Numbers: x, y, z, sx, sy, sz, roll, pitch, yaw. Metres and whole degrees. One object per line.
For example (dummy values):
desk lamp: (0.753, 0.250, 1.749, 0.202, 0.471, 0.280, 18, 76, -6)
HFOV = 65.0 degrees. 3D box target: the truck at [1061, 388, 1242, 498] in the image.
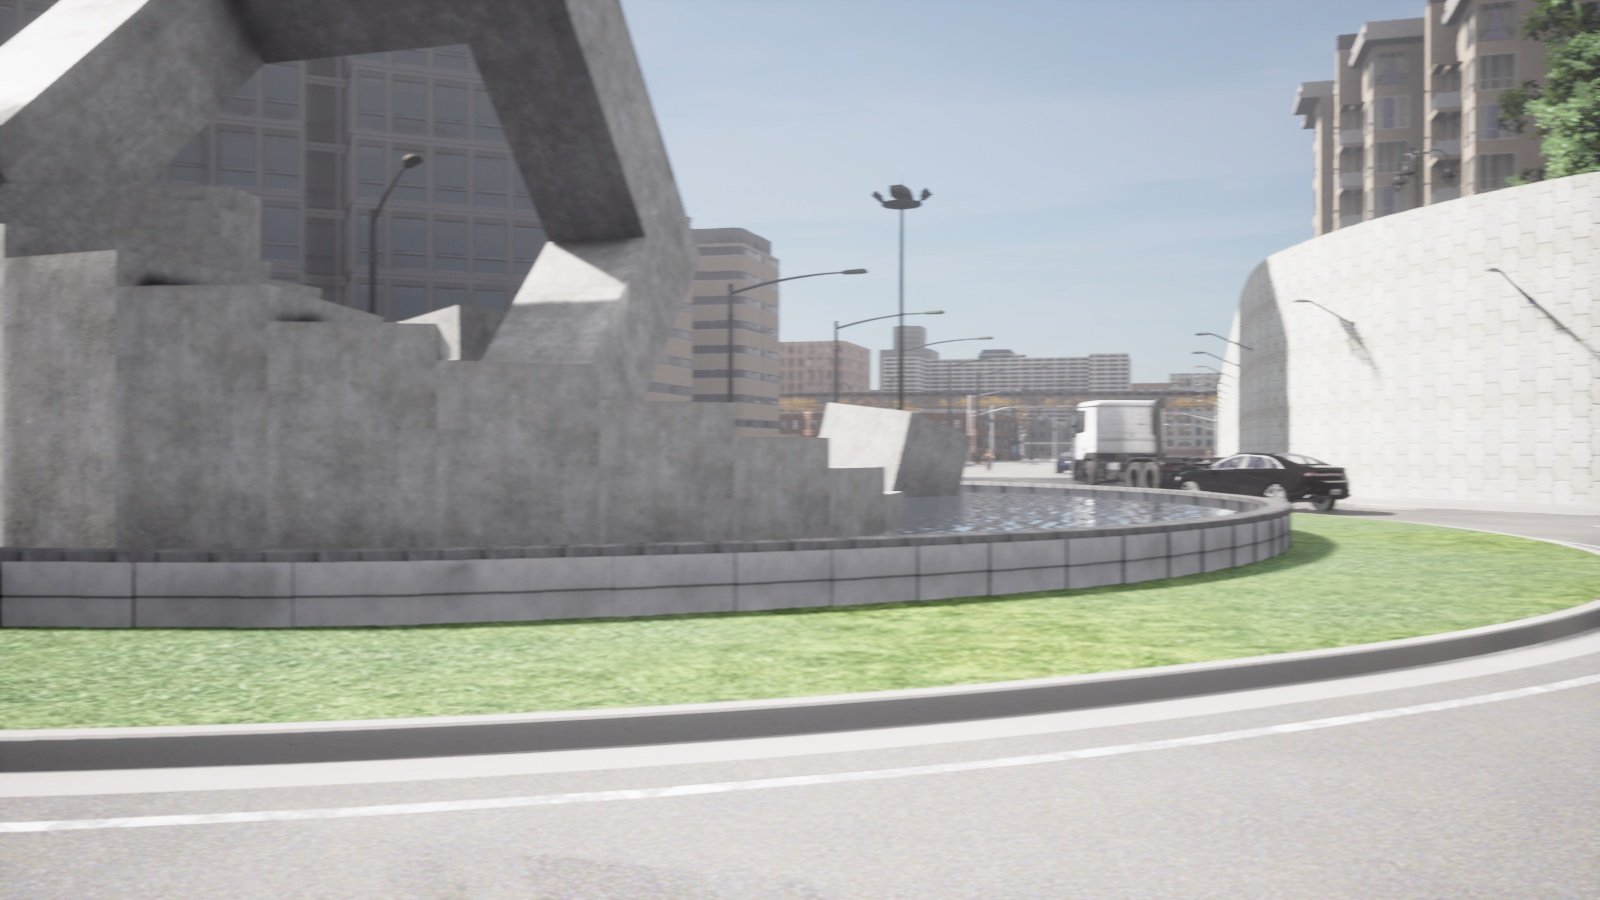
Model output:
truck: (11.976, -0.219, 43.743, 2.891, 3.462, 7.936, 0, 0, -10)

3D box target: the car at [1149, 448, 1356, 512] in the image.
car: (11.588, 0.712, 32.541, 2.128, 1.511, 4.902, 0, 0, -28)

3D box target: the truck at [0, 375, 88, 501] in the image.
truck: (-26.830, -0.367, 38.480, 8.468, 3.827, 2.891, 0, 0, -23)

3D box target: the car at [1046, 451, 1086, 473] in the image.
car: (18.052, 0.787, 84.989, 2.163, 1.488, 4.792, 0, 0, 18)
